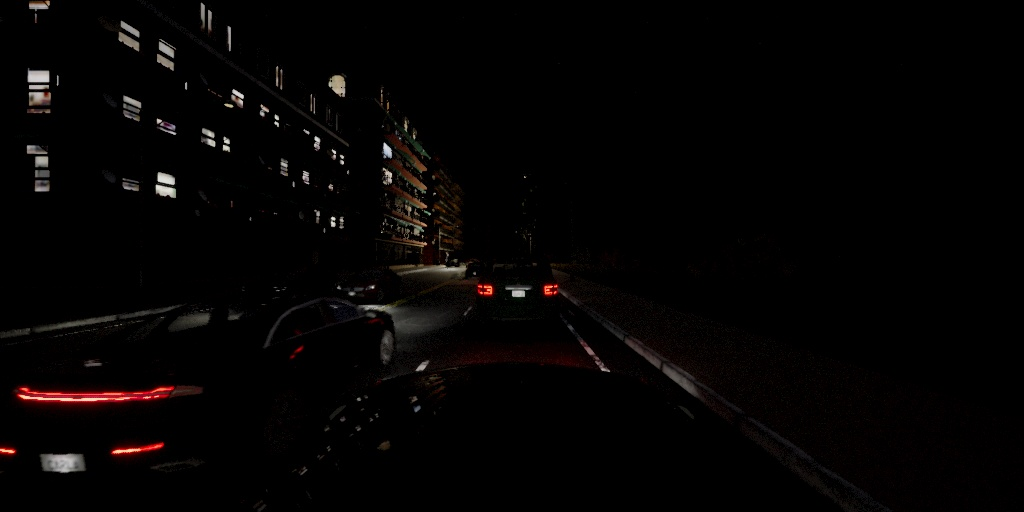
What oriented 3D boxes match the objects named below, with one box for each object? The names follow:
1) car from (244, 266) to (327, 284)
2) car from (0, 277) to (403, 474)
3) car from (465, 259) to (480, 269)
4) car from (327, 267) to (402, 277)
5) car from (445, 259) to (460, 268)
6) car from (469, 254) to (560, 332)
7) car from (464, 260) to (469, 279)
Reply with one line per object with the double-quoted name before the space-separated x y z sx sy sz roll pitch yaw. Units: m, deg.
"car" -9.832 1.230 16.273 1.882 1.535 5.008 0 0 0
"car" -3.147 1.241 4.941 2.128 1.511 4.902 0 0 0
"car" -6.516 1.230 59.298 1.882 1.535 5.008 0 0 0
"car" -6.569 1.278 17.023 1.812 1.442 4.674 0 0 0
"car" -9.767 1.245 59.014 2.128 1.511 4.902 0 0 0
"car" 0.115 0.973 11.040 2.150 2.045 5.566 0 0 -1
"car" -3.114 1.280 32.386 1.812 1.442 4.674 0 0 0
